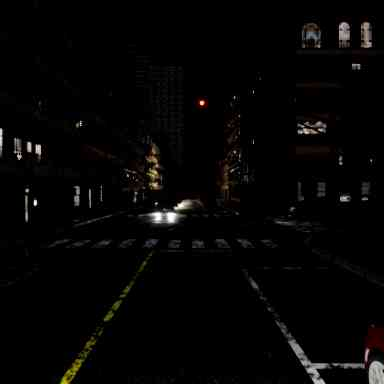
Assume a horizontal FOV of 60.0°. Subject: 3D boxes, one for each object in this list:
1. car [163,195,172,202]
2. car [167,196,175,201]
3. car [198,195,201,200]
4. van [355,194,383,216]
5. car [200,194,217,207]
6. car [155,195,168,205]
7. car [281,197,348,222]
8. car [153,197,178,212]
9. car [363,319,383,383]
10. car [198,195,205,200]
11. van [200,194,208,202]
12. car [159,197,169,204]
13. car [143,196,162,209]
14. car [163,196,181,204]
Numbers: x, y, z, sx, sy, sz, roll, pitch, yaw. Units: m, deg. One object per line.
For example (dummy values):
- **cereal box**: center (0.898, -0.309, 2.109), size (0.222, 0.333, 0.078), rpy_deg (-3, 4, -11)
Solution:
- **car**: center (-5.623, 1.562, 78.281), size (1.752, 1.417, 4.829), rpy_deg (-1, 0, 0)
- **car**: center (-5.611, 1.632, 89.507), size (1.802, 1.307, 4.206), rpy_deg (-1, 0, 0)
- **car**: center (2.747, 1.577, 67.381), size (2.008, 1.369, 4.403), rpy_deg (-1, 0, 0)
- **van**: center (15.666, 1.035, 27.357), size (3.998, 1.788, 1.690), rpy_deg (-1, 1, -1)
- **car**: center (2.730, 1.454, 50.798), size (1.967, 1.590, 4.097), rpy_deg (-1, 0, 0)
- **car**: center (-5.640, 1.462, 61.867), size (1.967, 1.590, 4.097), rpy_deg (-1, 0, 0)
- **car**: center (8.880, 1.191, 24.397), size (4.553, 1.767, 2.097), rpy_deg (-1, 1, -4)
- **car**: center (-3.063, 1.607, 39.348), size (1.895, 1.301, 4.718), rpy_deg (0, 0, 0)
- **car**: center (2.682, 1.544, 1.799), size (1.887, 1.381, 4.507), rpy_deg (0, 0, 0)
- **car**: center (2.774, 1.602, 95.021), size (1.887, 1.381, 4.507), rpy_deg (-1, 0, 0)
- **van**: center (2.756, 1.378, 78.437), size (1.690, 1.788, 3.998), rpy_deg (-1, 0, 0)
- **car**: center (-5.633, 1.608, 67.395), size (1.802, 1.307, 4.206), rpy_deg (-1, 0, 0)
- **car**: center (-5.655, 1.560, 45.284), size (2.008, 1.369, 4.403), rpy_deg (0, 0, 0)
- **car**: center (-3.048, 1.519, 50.524), size (1.837, 1.490, 4.892), rpy_deg (0, 0, 0)
